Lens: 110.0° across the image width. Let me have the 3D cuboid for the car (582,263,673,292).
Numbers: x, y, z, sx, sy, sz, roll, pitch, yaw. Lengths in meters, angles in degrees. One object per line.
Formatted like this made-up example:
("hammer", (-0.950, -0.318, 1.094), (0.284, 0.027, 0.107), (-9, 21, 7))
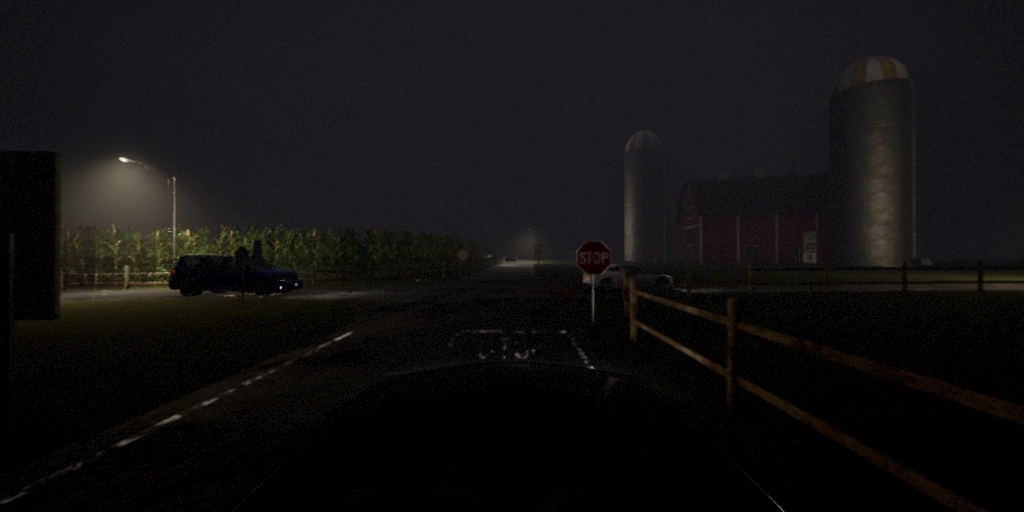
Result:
("car", (6.137, 1.101, 19.186), (4.674, 1.442, 1.812), (0, 0, -2))

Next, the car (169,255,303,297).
("car", (-13.719, 1.024, 18.037), (5.566, 2.045, 2.150), (2, 0, -4))
